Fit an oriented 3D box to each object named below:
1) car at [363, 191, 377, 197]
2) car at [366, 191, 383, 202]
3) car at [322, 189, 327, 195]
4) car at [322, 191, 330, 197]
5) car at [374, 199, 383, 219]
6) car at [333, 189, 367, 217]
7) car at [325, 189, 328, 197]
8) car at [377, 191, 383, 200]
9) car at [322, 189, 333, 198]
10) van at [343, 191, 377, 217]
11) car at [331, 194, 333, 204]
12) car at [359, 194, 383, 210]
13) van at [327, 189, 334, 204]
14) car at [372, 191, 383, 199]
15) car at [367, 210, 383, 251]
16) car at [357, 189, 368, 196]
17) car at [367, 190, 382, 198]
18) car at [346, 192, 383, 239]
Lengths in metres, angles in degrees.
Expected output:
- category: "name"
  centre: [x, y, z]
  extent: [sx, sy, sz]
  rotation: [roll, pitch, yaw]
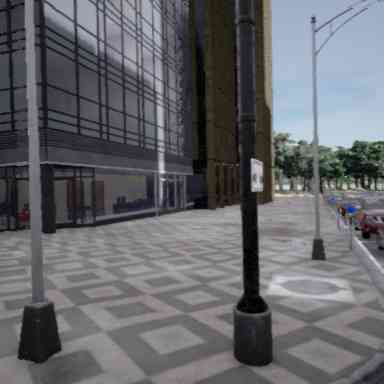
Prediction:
- category: "car"
  centre: [38.410, 0.405, 71.795]
  extent: [1.947, 1.339, 4.313]
  rotation: [-2, 0, 20]
- category: "car"
  centre: [27.680, 0.711, 50.097]
  extent: [1.837, 1.490, 4.892]
  rotation: [-1, 0, 20]
- category: "car"
  centre: [28.456, 0.620, 69.375]
  extent: [1.887, 1.381, 4.507]
  rotation: [-2, 0, 20]
- category: "car"
  centre: [34.227, 0.376, 85.223]
  extent: [1.752, 1.417, 4.829]
  rotation: [-2, 0, 20]
- category: "car"
  centre: [15.138, 1.224, 24.992]
  extent: [1.895, 1.301, 4.718]
  rotation: [-1, 0, 20]
- category: "car"
  centre: [12.901, 0.979, 26.684]
  extent: [2.192, 1.841, 5.009]
  rotation: [-2, 0, 20]
- category: "car"
  centre: [20.679, 0.814, 48.030]
  extent: [1.967, 1.590, 4.097]
  rotation: [-2, 0, 20]
- category: "car"
  centre: [32.579, 0.616, 55.787]
  extent: [2.008, 1.369, 4.403]
  rotation: [-2, 0, 20]
- category: "car"
  centre: [30.392, 0.315, 74.710]
  extent: [2.192, 1.841, 5.009]
  rotation: [-2, 0, 20]
- category: "van"
  centre: [10.958, 1.075, 21.348]
  extent: [1.690, 1.788, 3.998]
  rotation: [-2, 0, 20]
- category: "car"
  centre: [14.852, 1.143, 32.021]
  extent: [2.008, 1.369, 4.403]
  rotation: [-2, 0, 20]
- category: "car"
  centre: [18.560, 1.003, 34.310]
  extent: [1.837, 1.490, 4.892]
  rotation: [-1, 0, 21]
- category: "van"
  centre: [18.733, 0.788, 42.693]
  extent: [1.690, 1.788, 3.998]
  rotation: [-2, 0, 20]
- category: "car"
  centre: [34.524, 0.572, 61.124]
  extent: [1.802, 1.307, 4.206]
  rotation: [-2, 0, 20]
- category: "car"
  centre: [7.078, 1.449, 10.675]
  extent: [1.802, 1.307, 4.206]
  rotation: [-2, 0, 20]
- category: "car"
  centre: [42.292, 0.128, 82.466]
  extent: [1.967, 1.590, 4.097]
  rotation: [-2, 0, 20]
- category: "car"
  centre: [36.523, 0.438, 66.619]
  extent: [1.752, 1.417, 4.829]
  rotation: [-2, 0, 20]
- category: "car"
  centre: [9.013, 1.116, 16.012]
  extent: [2.192, 1.841, 5.009]
  rotation: [-2, 0, 20]
